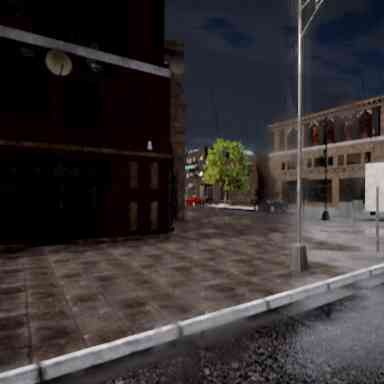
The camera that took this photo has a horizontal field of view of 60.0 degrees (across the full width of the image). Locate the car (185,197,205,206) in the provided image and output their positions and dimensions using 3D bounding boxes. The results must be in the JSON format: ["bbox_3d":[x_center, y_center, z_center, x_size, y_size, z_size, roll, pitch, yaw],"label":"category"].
[{"bbox_3d":[0.421,1.411,51.458,1.887,1.381,4.507,1,0,-27],"label":"car"}]

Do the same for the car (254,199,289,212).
[{"bbox_3d":[8.499,1.431,35.982,2.008,1.369,4.403,1,0,-27],"label":"car"}]
